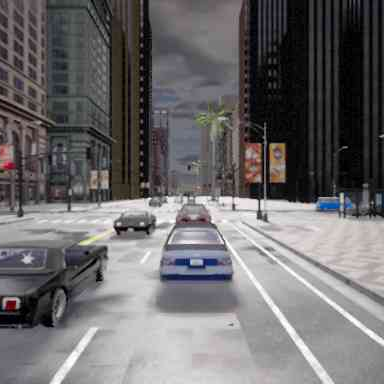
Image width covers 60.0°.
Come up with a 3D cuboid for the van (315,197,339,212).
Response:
[{"bbox_3d":[17.018,1.525,40.089,3.998,1.788,1.690,0,0,0],"label":"van"}]

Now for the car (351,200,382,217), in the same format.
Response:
[{"bbox_3d":[17.033,1.715,31.564,4.403,1.369,2.008,0,0,0],"label":"car"}]

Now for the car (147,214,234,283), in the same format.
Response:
[{"bbox_3d":[0.091,1.599,9.814,2.033,1.411,5.357,0,0,0],"label":"car"}]

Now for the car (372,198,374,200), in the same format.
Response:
[{"bbox_3d":[20.936,1.722,37.434,5.357,1.411,2.033,0,0,0],"label":"car"}]

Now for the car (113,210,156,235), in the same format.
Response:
[{"bbox_3d":[-3.177,1.703,19.434,1.895,1.301,4.718,0,0,0],"label":"car"}]

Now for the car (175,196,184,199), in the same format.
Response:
[{"bbox_3d":[-3.351,1.954,82.333,1.812,1.442,4.674,0,0,0],"label":"car"}]

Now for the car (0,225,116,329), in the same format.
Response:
[{"bbox_3d":[-3.157,1.638,6.997,1.895,1.301,4.718,0,0,0],"label":"car"}]

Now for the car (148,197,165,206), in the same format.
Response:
[{"bbox_3d":[-6.633,1.670,60.127,2.097,1.767,4.553,0,0,0],"label":"car"}]

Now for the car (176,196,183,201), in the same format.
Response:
[{"bbox_3d":[-3.363,1.802,92.337,1.882,1.535,5.008,0,0,0],"label":"car"}]

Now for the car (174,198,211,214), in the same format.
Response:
[{"bbox_3d":[0.095,1.459,20.342,2.097,1.767,4.553,0,0,0],"label":"car"}]

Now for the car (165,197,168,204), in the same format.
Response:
[{"bbox_3d":[-6.593,1.902,75.571,1.837,1.490,4.892,0,0,0],"label":"car"}]

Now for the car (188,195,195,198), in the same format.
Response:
[{"bbox_3d":[-0.101,1.970,82.337,2.033,1.411,5.357,0,0,0],"label":"car"}]
